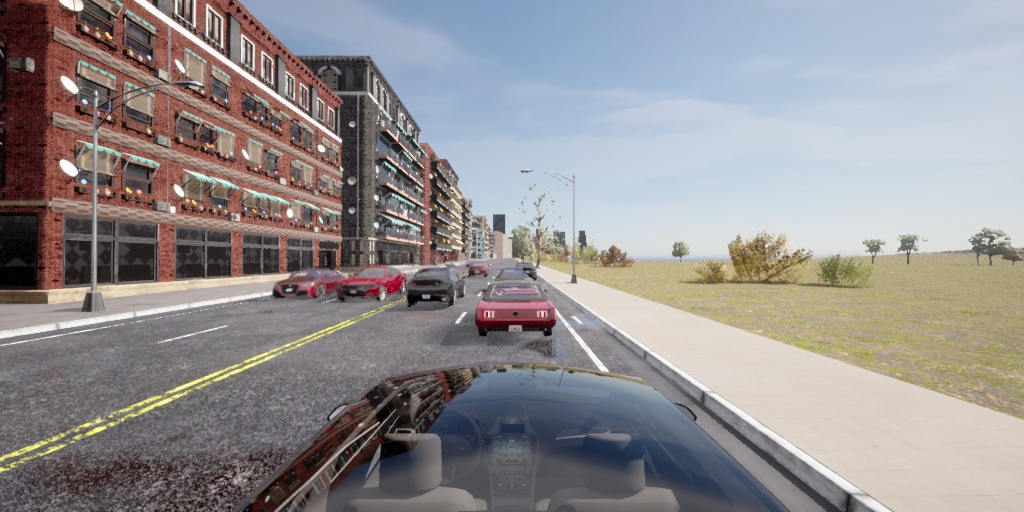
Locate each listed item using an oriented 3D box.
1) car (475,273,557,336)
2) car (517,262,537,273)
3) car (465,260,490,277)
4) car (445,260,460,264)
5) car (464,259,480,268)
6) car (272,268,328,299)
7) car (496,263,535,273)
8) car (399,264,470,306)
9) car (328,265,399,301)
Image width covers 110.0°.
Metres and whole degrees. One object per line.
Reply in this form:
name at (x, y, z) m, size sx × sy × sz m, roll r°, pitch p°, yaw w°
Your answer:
car at (0.079, 1.352, 10.335) m, size 1.895 × 1.301 × 4.718 m, roll 0°, pitch 0°, yaw 0°
car at (1.064, 1.259, 30.359) m, size 1.837 × 1.490 × 4.892 m, roll 0°, pitch 0°, yaw 0°
car at (-3.240, 1.279, 35.643) m, size 1.812 × 1.442 × 4.674 m, roll 0°, pitch 0°, yaw 0°
car at (-9.978, 1.353, 59.984) m, size 1.895 × 1.301 × 4.718 m, roll 0°, pitch 0°, yaw 0°
car at (-6.728, 1.300, 60.488) m, size 2.033 × 1.411 × 5.357 m, roll 0°, pitch 0°, yaw 0°
car at (-9.891, 1.316, 17.925) m, size 1.994 × 1.385 × 4.181 m, roll 0°, pitch 0°, yaw 0°
car at (0.044, 1.317, 20.365) m, size 1.994 × 1.385 × 4.181 m, roll 0°, pitch 0°, yaw 0°
car at (-3.188, 1.257, 15.720) m, size 1.837 × 1.490 × 4.892 m, roll 0°, pitch 0°, yaw 0°
car at (-6.641, 1.230, 17.459) m, size 1.882 × 1.535 × 5.008 m, roll 0°, pitch 0°, yaw 0°
